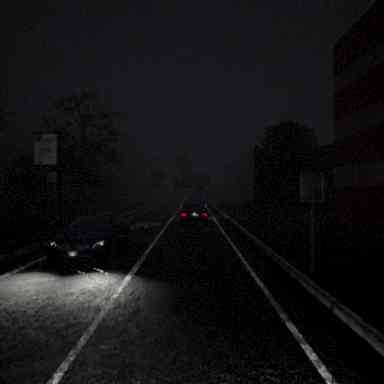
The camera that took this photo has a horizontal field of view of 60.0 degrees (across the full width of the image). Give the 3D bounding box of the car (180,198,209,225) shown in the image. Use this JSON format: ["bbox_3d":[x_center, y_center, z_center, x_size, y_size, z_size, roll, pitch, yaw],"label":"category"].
[{"bbox_3d":[0.152,1.362,22.323,2.033,1.411,5.357,0,1,0],"label":"car"}]

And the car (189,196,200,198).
[{"bbox_3d":[0.266,1.195,40.223,2.033,1.411,5.357,0,1,0],"label":"car"}]

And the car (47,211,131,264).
[{"bbox_3d":[-3.321,1.438,11.574,1.812,1.442,4.674,0,0,0],"label":"car"}]
